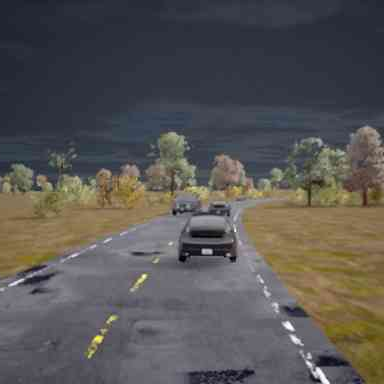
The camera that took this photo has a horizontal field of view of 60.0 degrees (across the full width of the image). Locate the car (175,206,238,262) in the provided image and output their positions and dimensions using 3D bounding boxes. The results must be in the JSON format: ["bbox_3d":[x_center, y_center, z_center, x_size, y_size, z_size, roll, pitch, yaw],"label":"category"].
[{"bbox_3d":[0.601,1.487,12.128,1.837,1.490,4.892,0,0,4],"label":"car"}]

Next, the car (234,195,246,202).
[{"bbox_3d":[10.452,1.344,71.877,1.837,1.490,4.892,0,0,20],"label":"car"}]

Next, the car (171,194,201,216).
[{"bbox_3d":[-0.413,1.168,31.590,2.150,2.045,5.566,0,0,9],"label":"car"}]

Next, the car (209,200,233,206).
[{"bbox_3d":[2.592,1.459,30.082,1.837,1.490,4.892,0,0,9],"label":"car"}]
